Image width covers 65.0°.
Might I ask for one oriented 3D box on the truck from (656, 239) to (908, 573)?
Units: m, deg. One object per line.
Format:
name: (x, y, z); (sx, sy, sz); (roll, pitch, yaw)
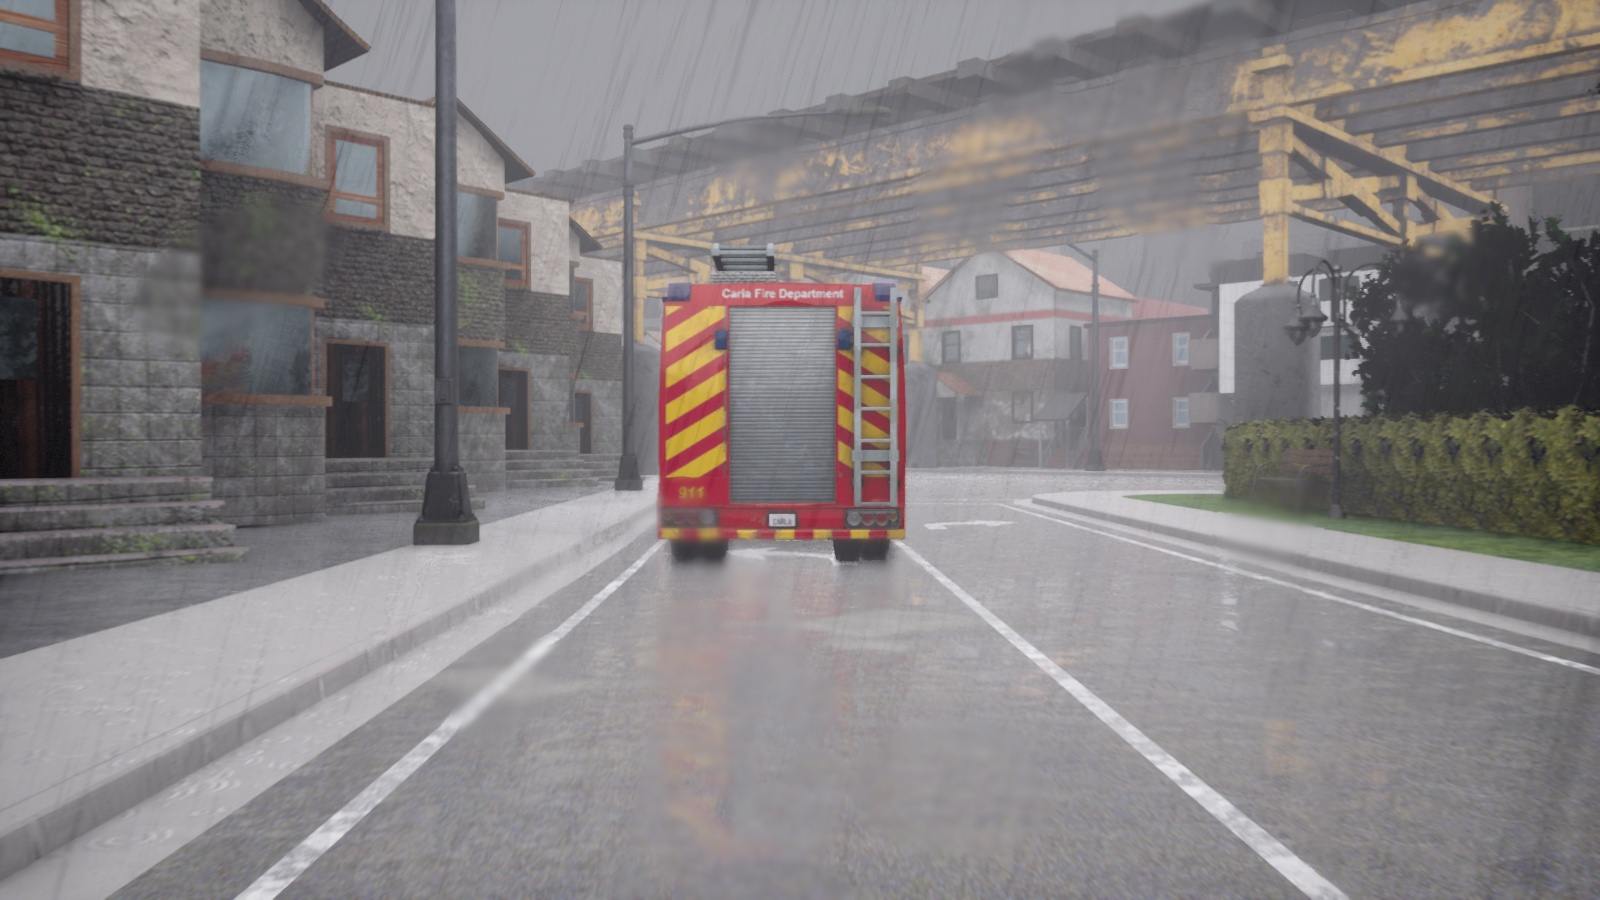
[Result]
truck: (-0.275, -0.523, 18.623); (2.891, 3.827, 8.468); (0, 0, -1)
